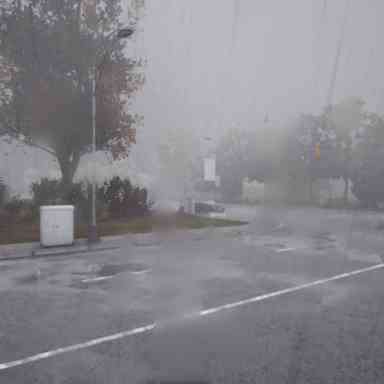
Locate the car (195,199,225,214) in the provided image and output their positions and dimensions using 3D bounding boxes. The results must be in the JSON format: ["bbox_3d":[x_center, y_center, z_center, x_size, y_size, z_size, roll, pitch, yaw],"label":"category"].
[{"bbox_3d":[1.611,1.520,35.867,1.812,1.442,4.674,0,0,-32],"label":"car"}]
